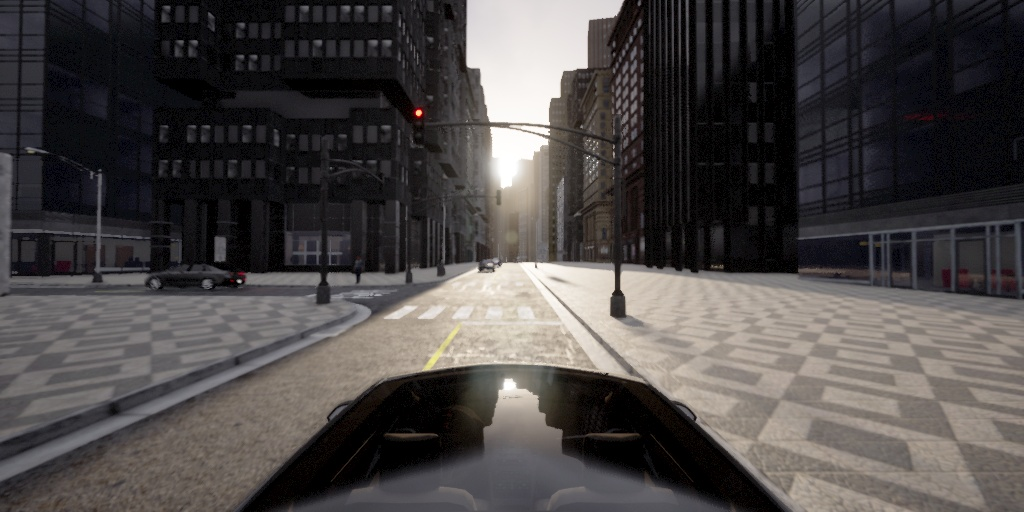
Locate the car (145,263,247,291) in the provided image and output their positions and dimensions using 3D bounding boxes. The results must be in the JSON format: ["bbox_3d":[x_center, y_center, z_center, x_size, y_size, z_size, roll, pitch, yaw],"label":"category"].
[{"bbox_3d":[-17.639,1.148,20.099,4.892,1.490,1.837,1,-1,1],"label":"car"}]

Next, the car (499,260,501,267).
[{"bbox_3d":[-2.856,1.108,60.332,1.812,1.442,4.674,0,0,1],"label":"car"}]

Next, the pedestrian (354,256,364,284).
[{"bbox_3d":[-9.944,0.864,23.162,0.375,1.860,0.375,0,-1,0],"label":"pedestrian"}]

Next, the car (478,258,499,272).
[{"bbox_3d":[-2.963,1.144,43.029,2.033,1.411,5.357,0,0,0],"label":"car"}]
